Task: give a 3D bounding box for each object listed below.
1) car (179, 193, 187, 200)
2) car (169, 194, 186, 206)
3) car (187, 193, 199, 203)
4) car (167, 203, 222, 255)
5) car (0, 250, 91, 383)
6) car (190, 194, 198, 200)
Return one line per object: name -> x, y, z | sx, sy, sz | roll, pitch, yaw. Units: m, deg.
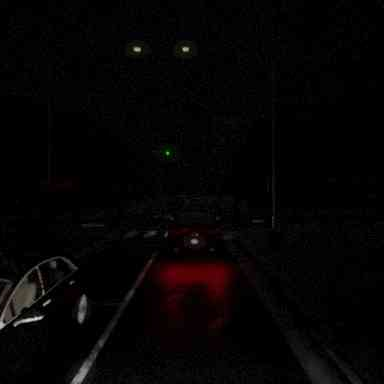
car -> -2.289, 1.372, 53.221 | 1.887, 1.381, 4.507 | 1, 0, 0
car -> -2.324, 1.408, 47.689 | 1.947, 1.339, 4.313 | 1, 0, 0
car -> 0.453, 1.359, 65.766 | 1.994, 1.385, 4.181 | 0, 0, 1
car -> 0.116, 1.431, 13.201 | 1.882, 1.535, 5.008 | 0, 0, 1
car -> -2.595, 1.535, 4.201 | 2.008, 1.369, 4.403 | 1, 0, 0
car -> 0.480, 1.125, 76.979 | 1.812, 1.442, 4.674 | 0, 0, 0
